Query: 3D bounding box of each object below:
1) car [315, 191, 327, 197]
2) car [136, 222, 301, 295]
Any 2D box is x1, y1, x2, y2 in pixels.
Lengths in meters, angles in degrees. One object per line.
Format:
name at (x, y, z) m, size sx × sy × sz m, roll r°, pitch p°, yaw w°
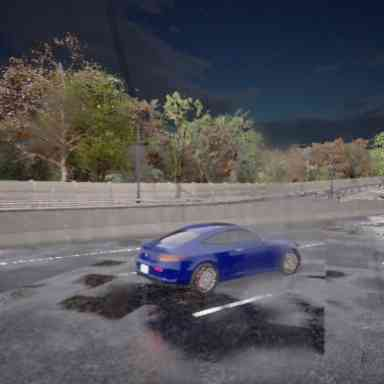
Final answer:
car at (31.112, 0.519, 80.330) m, size 1.812 × 1.442 × 4.674 m, roll 0°, pitch 1°, yaw 32°
car at (0.836, 1.515, 8.643) m, size 4.674 × 1.442 × 1.812 m, roll 0°, pitch 0°, yaw -35°
